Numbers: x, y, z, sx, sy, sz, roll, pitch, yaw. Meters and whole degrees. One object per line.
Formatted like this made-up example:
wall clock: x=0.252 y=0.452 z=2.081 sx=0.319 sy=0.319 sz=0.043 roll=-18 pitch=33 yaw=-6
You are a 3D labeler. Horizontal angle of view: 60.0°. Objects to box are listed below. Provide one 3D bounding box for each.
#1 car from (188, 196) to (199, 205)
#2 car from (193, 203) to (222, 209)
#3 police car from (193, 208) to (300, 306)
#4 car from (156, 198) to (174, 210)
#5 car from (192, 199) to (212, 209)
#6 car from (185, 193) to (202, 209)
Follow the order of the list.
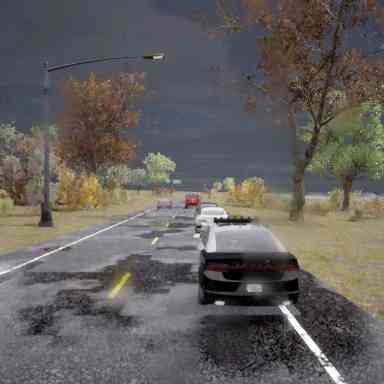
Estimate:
car: x=0.230 y=1.511 z=59.527 sx=1.812 sy=1.442 sz=4.674 roll=0 pitch=0 yaw=0
car: x=1.097 y=1.525 z=18.111 sx=1.812 sy=1.442 sz=4.674 roll=0 pitch=0 yaw=0
police car: x=1.066 y=1.425 z=8.227 sx=1.930 sy=1.638 sz=5.238 roll=0 pitch=0 yaw=0
car: x=-3.445 y=1.520 z=42.602 sx=1.812 sy=1.442 sz=4.674 roll=0 pitch=0 yaw=0
car: x=1.123 y=1.504 z=24.110 sx=1.837 sy=1.490 sz=4.892 roll=0 pitch=0 yaw=0
car: x=0.205 y=1.214 z=45.325 sx=2.150 sy=2.045 sz=5.566 roll=0 pitch=0 yaw=1
